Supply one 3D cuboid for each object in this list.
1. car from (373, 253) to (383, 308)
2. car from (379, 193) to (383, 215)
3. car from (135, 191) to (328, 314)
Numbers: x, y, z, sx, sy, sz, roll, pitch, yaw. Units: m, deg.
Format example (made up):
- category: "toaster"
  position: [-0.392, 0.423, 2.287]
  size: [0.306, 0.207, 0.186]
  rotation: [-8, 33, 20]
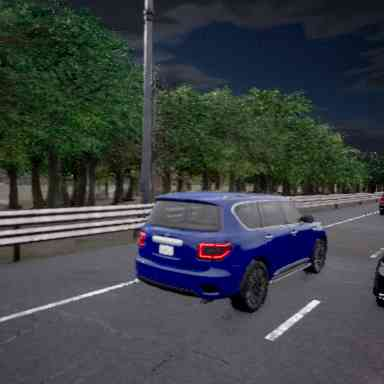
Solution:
- category: "car"
  position: [5.081, 1.398, 6.734]
  size: [2.128, 1.511, 4.902]
  rotation: [3, 2, 39]
- category: "car"
  position: [16.574, 0.818, 26.575]
  size: [2.150, 2.045, 5.566]
  rotation: [3, 2, 39]
- category: "car"
  position: [1.261, 1.022, 7.550]
  size: [2.150, 2.045, 5.566]
  rotation: [3, 2, 39]
